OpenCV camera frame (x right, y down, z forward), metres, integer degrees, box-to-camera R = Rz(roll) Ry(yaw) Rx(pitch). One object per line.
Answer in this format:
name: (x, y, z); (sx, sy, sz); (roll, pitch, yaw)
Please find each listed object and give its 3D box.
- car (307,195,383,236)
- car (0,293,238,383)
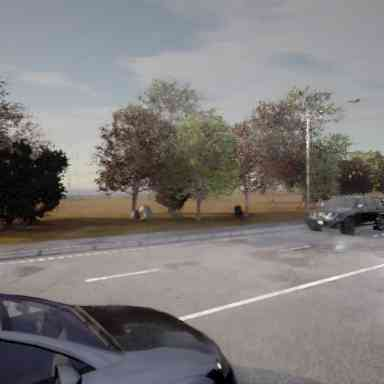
car: (8.948, 1.219, 18.949); (5.566, 2.045, 2.150); (0, 0, -35)
car: (-1.621, 1.564, 2.588); (4.181, 1.385, 1.994); (0, 0, -36)
